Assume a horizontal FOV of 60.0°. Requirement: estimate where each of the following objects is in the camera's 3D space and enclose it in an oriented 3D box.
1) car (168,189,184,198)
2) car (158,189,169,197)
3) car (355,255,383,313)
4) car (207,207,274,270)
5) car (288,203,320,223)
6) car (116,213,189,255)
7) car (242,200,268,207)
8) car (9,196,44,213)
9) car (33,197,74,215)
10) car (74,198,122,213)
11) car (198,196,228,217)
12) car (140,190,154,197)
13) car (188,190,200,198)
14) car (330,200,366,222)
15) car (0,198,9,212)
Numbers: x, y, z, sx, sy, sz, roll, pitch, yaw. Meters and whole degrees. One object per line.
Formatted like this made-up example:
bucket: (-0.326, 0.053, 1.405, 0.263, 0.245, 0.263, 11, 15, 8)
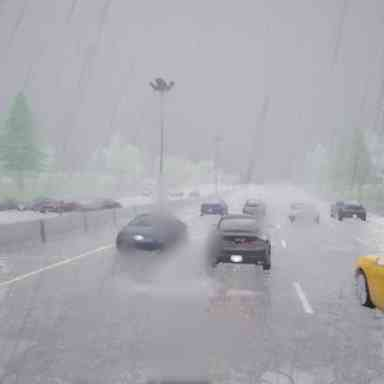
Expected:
car: (-3.010, 0.383, 71.072, 1.812, 1.442, 4.674, 0, 2, 13)
car: (-6.023, 0.119, 73.618, 2.097, 1.767, 4.553, 0, 2, 13)
car: (4.069, 1.508, 4.869, 1.882, 1.535, 5.008, 0, 0, 7)
car: (1.665, 1.507, 11.250, 1.837, 1.490, 4.892, 0, 0, 11)
car: (8.169, 1.503, 24.679, 1.895, 1.301, 4.718, 0, 1, 13)
car: (-1.439, 1.536, 13.431, 1.994, 1.385, 4.181, 0, 0, 12)
car: (5.114, 1.354, 27.045, 2.128, 1.511, 4.902, 0, 1, 13)
car: (-15.245, 1.214, 33.102, 2.128, 1.511, 4.902, 0, 1, 13)
car: (-12.129, 1.361, 31.021, 1.895, 1.301, 4.718, 0, 1, 13)
car: (-8.457, 1.313, 31.394, 2.033, 1.411, 5.357, 0, 1, 13)
car: (2.016, 1.302, 29.213, 1.882, 1.535, 5.008, 0, 1, 13)
car: (-9.748, 0.326, 73.015, 1.812, 1.442, 4.674, 0, 2, 13)
car: (0.404, 0.379, 70.303, 1.837, 1.490, 4.892, 0, 2, 13)
car: (12.012, 1.405, 25.812, 1.837, 1.490, 4.892, 0, 1, 13)
car: (-18.750, 1.272, 33.463, 1.994, 1.385, 4.181, 0, 1, 13)
